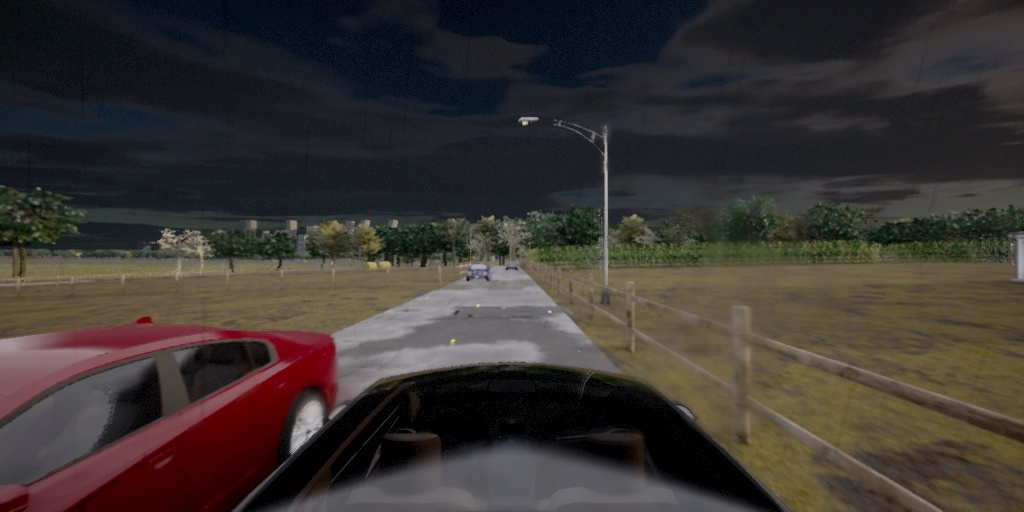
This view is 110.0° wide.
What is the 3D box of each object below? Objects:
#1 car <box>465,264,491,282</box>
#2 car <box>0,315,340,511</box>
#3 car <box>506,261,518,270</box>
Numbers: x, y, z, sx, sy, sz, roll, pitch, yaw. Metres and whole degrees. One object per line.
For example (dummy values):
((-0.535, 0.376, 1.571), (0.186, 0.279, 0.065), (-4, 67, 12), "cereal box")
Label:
((-2.770, 1.384, 30.661), (1.812, 1.442, 4.674), (0, 0, 0), "car")
((-2.844, 1.229, 1.935), (1.882, 1.535, 5.008), (0, 0, 0), "car")
((-0.020, 1.650, 59.191), (1.994, 1.385, 4.181), (0, -1, 0), "car")
